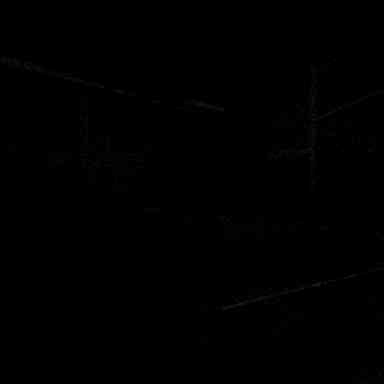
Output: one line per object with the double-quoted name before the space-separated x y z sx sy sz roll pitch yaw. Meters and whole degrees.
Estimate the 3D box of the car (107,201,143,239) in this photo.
"car" -4.288 1.447 18.384 1.905 1.878 3.866 1 0 -36

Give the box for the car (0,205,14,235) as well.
"car" -11.417 1.524 18.646 2.242 1.667 4.611 1 0 -36
